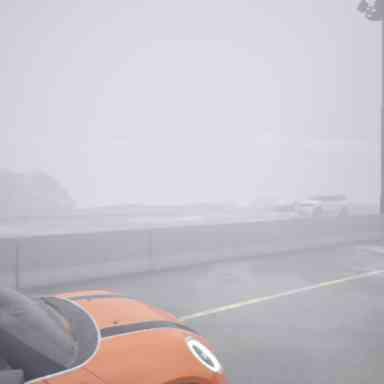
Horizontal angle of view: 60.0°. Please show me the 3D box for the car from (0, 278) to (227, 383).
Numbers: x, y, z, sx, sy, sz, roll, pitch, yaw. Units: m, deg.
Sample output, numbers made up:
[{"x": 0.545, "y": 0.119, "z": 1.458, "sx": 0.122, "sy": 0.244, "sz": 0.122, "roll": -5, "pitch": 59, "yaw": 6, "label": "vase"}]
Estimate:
[{"x": -1.886, "y": 1.343, "z": 2.300, "sx": 4.553, "sy": 1.767, "sz": 2.097, "roll": 0, "pitch": 0, "yaw": -35, "label": "car"}]

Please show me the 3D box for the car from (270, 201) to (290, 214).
[{"x": 10.350, "y": 1.542, "z": 33.897, "sx": 4.718, "sy": 1.301, "sz": 1.895, "roll": 0, "pitch": 0, "yaw": -25, "label": "car"}]

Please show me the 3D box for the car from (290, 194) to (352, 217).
[{"x": 12.277, "y": 1.177, "z": 30.935, "sx": 5.566, "sy": 2.045, "sz": 2.150, "roll": 1, "pitch": 0, "yaw": -25, "label": "car"}]
